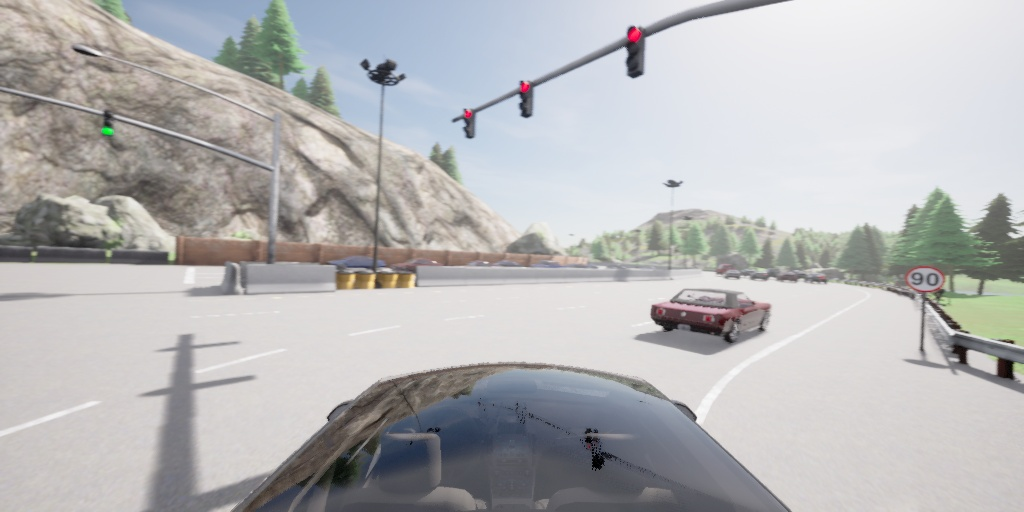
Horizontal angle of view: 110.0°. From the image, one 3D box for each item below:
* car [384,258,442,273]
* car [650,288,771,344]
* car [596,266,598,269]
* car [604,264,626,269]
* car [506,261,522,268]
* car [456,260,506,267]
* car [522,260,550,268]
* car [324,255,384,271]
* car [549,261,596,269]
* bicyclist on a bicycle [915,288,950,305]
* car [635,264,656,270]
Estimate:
[{"bbox_3d":[-8.182,0.933,31.082,4.674,1.442,1.812,3,0,-42],"label":"car"},{"bbox_3d":[6.096,1.626,10.693,4.718,1.301,1.895,3,0,-42],"label":"car"},{"bbox_3d":[13.219,1.951,61.807,1.994,1.385,4.181,3,0,36],"label":"car"},{"bbox_3d":[15.296,1.979,53.304,1.837,1.490,4.892,3,0,40],"label":"car"},{"bbox_3d":[-0.874,1.294,47.062,5.357,1.411,2.033,3,0,-42],"label":"car"},{"bbox_3d":[-3.105,1.159,30.943,4.674,1.442,1.812,3,0,-42],"label":"car"},{"bbox_3d":[3.829,1.303,41.912,4.553,1.767,2.097,3,0,-42],"label":"car"},{"bbox_3d":[-14.930,0.657,34.435,5.357,1.411,2.033,2,0,-42],"label":"car"},{"bbox_3d":[6.806,1.560,39.904,5.008,1.535,1.882,2,1,-42],"label":"car"},{"bbox_3d":[29.538,2.568,25.157,0.582,1.620,1.656,3,3,-43],"label":"bicyclist on a bicycle"},{"bbox_3d":[20.376,2.224,54.000,1.812,1.442,4.674,3,0,38],"label":"car"}]
